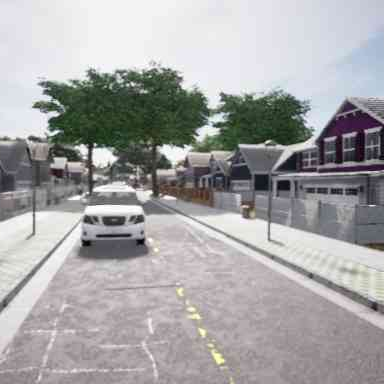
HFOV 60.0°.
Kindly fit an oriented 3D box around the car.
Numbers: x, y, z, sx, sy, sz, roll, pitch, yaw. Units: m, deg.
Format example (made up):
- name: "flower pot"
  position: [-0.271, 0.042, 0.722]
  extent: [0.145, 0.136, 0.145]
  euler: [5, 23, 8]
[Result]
- name: "car"
  position: [-3.115, 0.818, 13.391]
  extent: [2.150, 2.045, 5.566]
  euler: [0, 2, -13]
